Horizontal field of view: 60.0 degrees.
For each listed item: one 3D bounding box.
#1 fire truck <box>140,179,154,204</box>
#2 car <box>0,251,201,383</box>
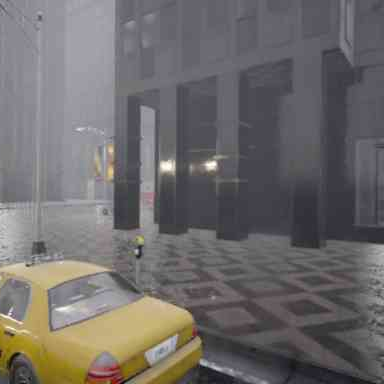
[{"bbox_3d":[-4.244,-0.060,50.997,2.891,3.827,8.468,1,1,35],"label":"fire truck"},{"bbox_3d":[-2.177,1.516,4.626,4.829,1.417,1.752,0,1,36],"label":"car"}]
